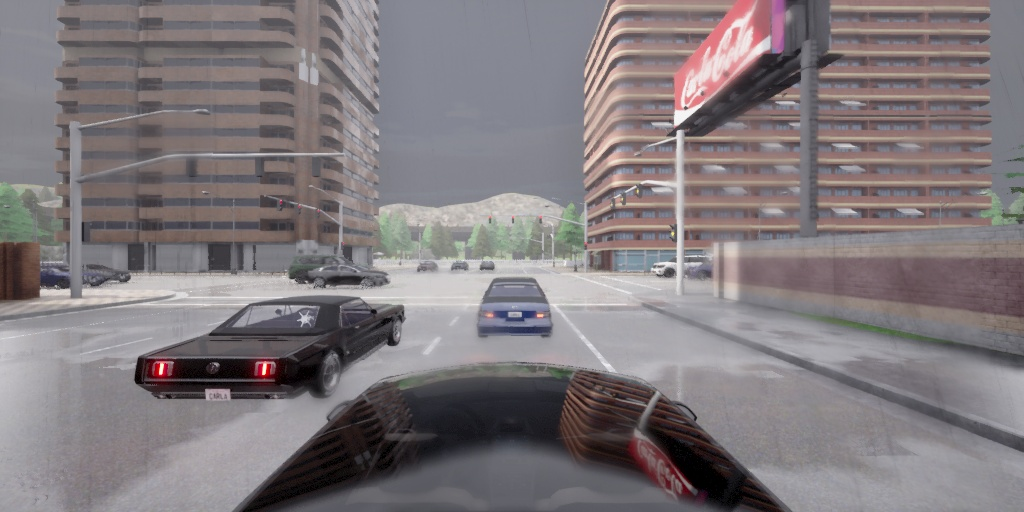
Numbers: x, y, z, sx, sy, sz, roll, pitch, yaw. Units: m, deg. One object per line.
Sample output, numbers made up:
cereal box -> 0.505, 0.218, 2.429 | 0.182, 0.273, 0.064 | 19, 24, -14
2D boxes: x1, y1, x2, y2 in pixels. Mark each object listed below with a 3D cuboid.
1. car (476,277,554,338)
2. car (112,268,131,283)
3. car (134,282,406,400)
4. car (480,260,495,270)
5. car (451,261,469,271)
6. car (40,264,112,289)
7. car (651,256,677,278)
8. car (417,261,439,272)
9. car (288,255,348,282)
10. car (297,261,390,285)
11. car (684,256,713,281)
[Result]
car -> 0.065, 1.297, 10.176 | 2.033, 1.411, 5.357 | 0, 0, 0
car -> -30.282, 1.275, 25.703 | 4.674, 1.442, 1.812 | 0, 0, -1
car -> -3.450, 1.351, 6.453 | 1.895, 1.301, 4.718 | 0, 0, 0
car -> -3.513, 1.313, 51.991 | 1.994, 1.385, 4.181 | 0, 0, 0
car -> -7.141, 1.314, 49.394 | 1.994, 1.385, 4.181 | 0, 0, 1
car -> -28.309, 1.275, 22.217 | 4.674, 1.442, 1.812 | 0, 0, -1
car -> 15.862, 0.972, 33.222 | 5.566, 2.045, 2.150 | 0, 0, 0
car -> -10.654, 1.314, 45.574 | 1.994, 1.385, 4.181 | 0, 0, 1
car -> -12.989, 0.974, 25.807 | 5.566, 2.045, 2.150 | 0, 0, 0
car -> -10.151, 1.240, 22.329 | 4.902, 1.511, 2.128 | 0, 0, 0
car -> 16.701, 1.102, 29.727 | 4.553, 1.767, 2.097 | 0, 0, 0
